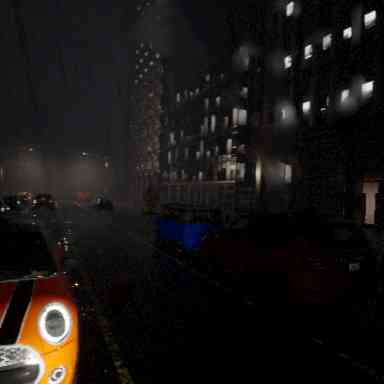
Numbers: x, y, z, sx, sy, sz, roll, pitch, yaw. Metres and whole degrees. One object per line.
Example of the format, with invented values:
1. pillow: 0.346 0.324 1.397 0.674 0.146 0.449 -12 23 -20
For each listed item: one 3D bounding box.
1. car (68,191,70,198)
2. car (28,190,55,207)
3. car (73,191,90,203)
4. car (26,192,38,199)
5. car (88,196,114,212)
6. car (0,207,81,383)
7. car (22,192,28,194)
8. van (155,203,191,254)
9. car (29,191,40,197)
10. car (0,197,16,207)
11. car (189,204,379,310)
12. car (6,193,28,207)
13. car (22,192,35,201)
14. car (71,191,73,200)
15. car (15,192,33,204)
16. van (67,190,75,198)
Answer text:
1. car: -24.759 0.809 70.934 1.967 1.590 4.097 1 0 -23
2. car: -15.276 0.937 34.211 2.097 1.767 4.553 2 0 -23
3. car: -18.071 0.865 55.249 2.192 1.841 5.009 1 0 -23
4. car: -32.467 0.666 67.647 1.947 1.339 4.313 1 0 -23
5. car: -9.163 1.342 34.336 2.008 1.369 4.403 1 0 -23
6. car: -2.832 1.271 4.760 2.097 1.767 4.553 2 0 -23
7. car: -21.325 0.984 41.505 1.802 1.307 4.206 1 0 -23
8. van: -0.244 1.372 13.423 1.690 1.788 3.998 1 0 -23
9. car: -36.923 0.529 78.103 2.008 1.369 4.403 1 0 -23
10. car: -12.410 1.194 20.593 2.008 1.369 4.403 1 0 -23
11. car: 1.985 1.405 8.195 2.192 1.841 5.009 1 0 -23
12. car: -16.867 1.073 31.049 2.008 1.369 4.403 1 0 -23
13. car: -27.942 0.749 57.034 1.752 1.417 4.829 1 0 -23
14. car: -20.300 0.805 60.477 2.192 1.841 5.009 1 0 -23
15. car: -23.550 0.782 46.733 1.967 1.590 4.097 1 0 -23
16. van: -31.442 0.527 86.618 1.690 1.788 3.998 1 0 -23
